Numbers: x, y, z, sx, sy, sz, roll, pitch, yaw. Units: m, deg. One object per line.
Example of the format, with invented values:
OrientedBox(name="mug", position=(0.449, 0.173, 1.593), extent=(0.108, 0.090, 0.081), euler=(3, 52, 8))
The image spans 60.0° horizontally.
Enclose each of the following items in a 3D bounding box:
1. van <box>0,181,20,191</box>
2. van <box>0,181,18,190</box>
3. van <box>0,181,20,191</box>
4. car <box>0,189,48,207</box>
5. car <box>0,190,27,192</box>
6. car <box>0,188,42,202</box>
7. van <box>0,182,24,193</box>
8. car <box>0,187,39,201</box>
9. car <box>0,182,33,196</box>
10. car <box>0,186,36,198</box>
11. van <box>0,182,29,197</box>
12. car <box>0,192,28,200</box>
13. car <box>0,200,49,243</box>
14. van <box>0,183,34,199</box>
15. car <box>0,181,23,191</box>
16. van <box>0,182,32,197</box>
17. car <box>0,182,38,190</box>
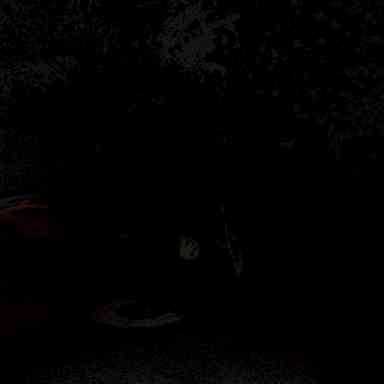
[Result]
OrientedBox(name="van", position=(-40.104, -1.291, 72.741), extent=(4.442, 1.987, 1.878), euler=(1, 1, -30))
OrientedBox(name="van", position=(-43.088, -1.475, 77.420), extent=(4.442, 1.987, 1.878), euler=(1, 1, -30))
OrientedBox(name="van", position=(-41.431, -1.377, 75.028), extent=(4.442, 1.987, 1.878), euler=(1, 1, -30))
OrientedBox(name="car", position=(-16.563, 0.553, 31.860), extent=(4.792, 1.488, 2.163), euler=(1, 2, -30))
OrientedBox(name="car", position=(-12.534, 0.860, 24.598), extent=(5.366, 1.575, 1.946), euler=(1, 2, -30))
OrientedBox(name="car", position=(-19.354, 0.330, 36.785), extent=(4.792, 1.488, 2.163), euler=(1, 2, -30))
OrientedBox(name="van", position=(-34.547, -0.932, 63.161), extent=(4.442, 1.987, 1.878), euler=(1, 1, -30))
OrientedBox(name="car", position=(-20.677, 0.232, 39.067), extent=(4.792, 1.488, 2.163), euler=(1, 1, -30))
OrientedBox(name="car", position=(-27.662, -0.507, 51.004), extent=(5.566, 2.045, 2.435), euler=(1, 1, -30))
OrientedBox(name="car", position=(-23.473, 0.014, 43.842), extent=(5.008, 1.535, 2.097), euler=(1, 1, -30))
OrientedBox(name="van", position=(-26.351, -0.393, 48.566), extent=(4.442, 1.987, 1.878), euler=(1, 1, -30))
OrientedBox(name="car", position=(-8.239, 1.077, 17.628), extent=(4.553, 1.767, 2.185), euler=(1, 2, -30))
OrientedBox(name="car", position=(-6.885, 1.316, 15.218), extent=(5.008, 1.535, 2.097), euler=(1, 2, -30))
OrientedBox(name="van", position=(-22.168, -0.120, 41.371), extent=(4.442, 1.987, 1.878), euler=(1, 1, -30))
OrientedBox(name="car", position=(-38.839, -1.229, 70.272), extent=(5.566, 2.045, 2.435), euler=(1, 1, -30))
OrientedBox(name="van", position=(-24.760, -0.299, 46.288), extent=(4.442, 1.987, 1.878), euler=(1, 1, -30))
OrientedBox(name="car", position=(-15.116, 0.387, 29.487), extent=(5.566, 2.045, 2.435), euler=(1, 2, -30))
